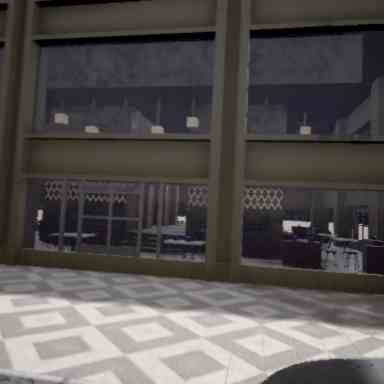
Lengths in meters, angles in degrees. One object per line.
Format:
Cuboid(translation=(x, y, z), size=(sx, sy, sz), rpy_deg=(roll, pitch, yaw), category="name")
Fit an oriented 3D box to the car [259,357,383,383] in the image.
Cuboid(translation=(2.810, 1.788, 2.147), size=(4.892, 1.490, 1.837), rpy_deg=(2, -4, 10), category="car")
